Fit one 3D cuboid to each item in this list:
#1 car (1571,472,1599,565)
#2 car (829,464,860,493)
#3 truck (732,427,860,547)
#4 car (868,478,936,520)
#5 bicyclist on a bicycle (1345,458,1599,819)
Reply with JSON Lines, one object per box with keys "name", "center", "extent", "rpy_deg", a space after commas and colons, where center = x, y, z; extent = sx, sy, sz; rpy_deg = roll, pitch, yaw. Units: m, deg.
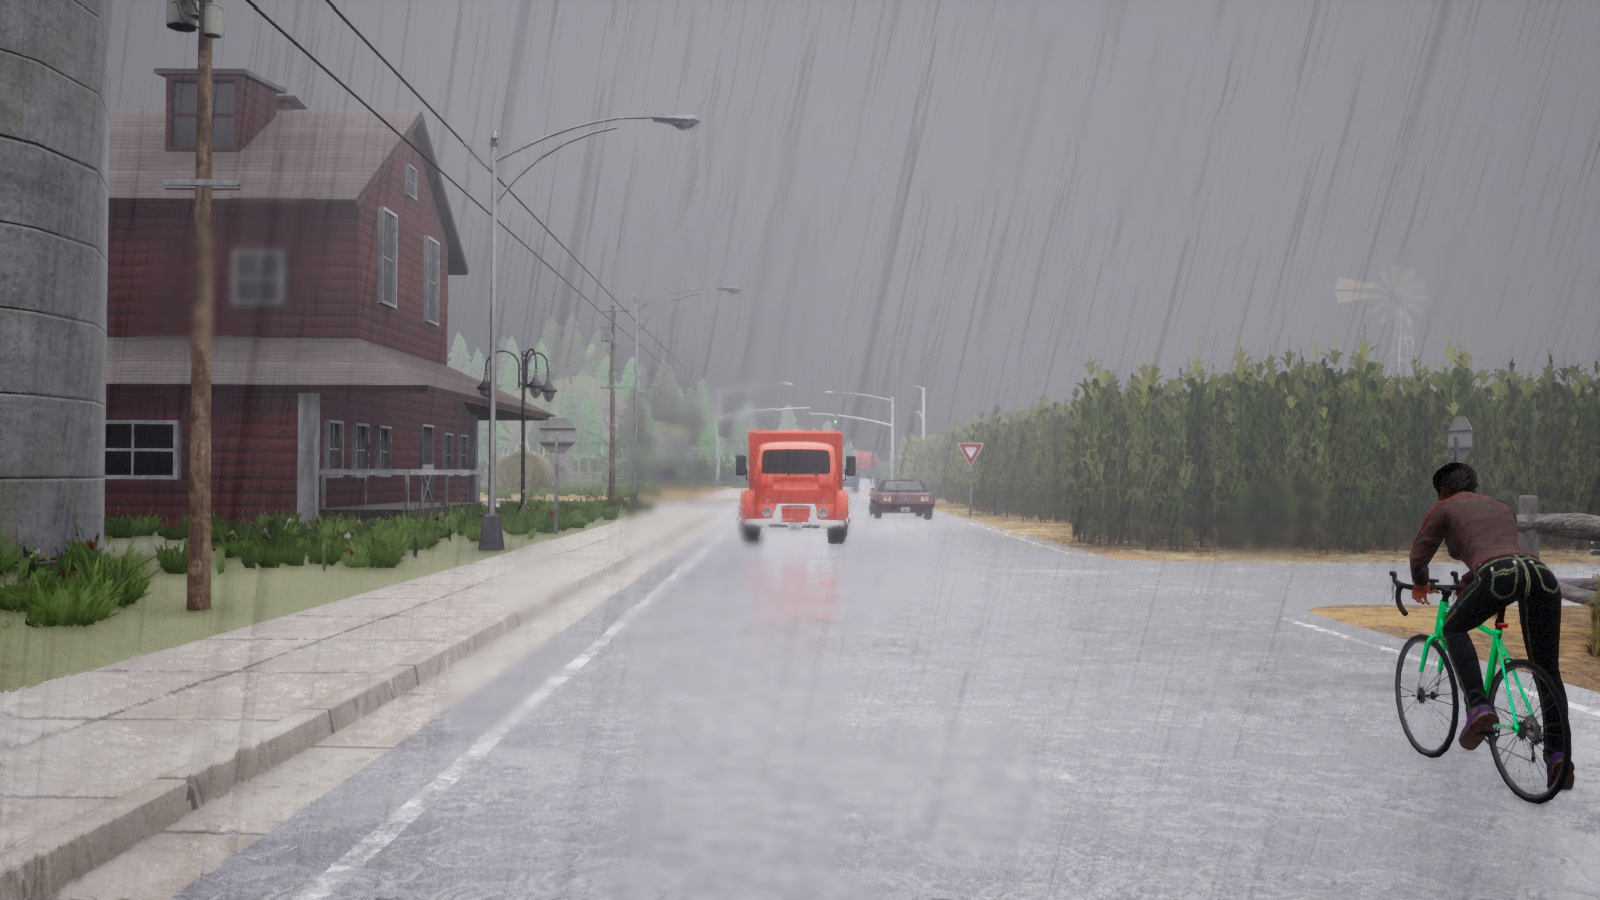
{"name": "car", "center": [15.334, 1.094, 20.049], "extent": [4.892, 1.490, 1.837], "rpy_deg": [0, -1, 0]}
{"name": "car", "center": [3.247, 2.067, 92.337], "extent": [2.150, 2.045, 5.566], "rpy_deg": [0, -1, 0]}
{"name": "truck", "center": [-0.094, 0.804, 28.401], "extent": [2.627, 2.467, 5.204], "rpy_deg": [0, -1, 0]}
{"name": "car", "center": [3.368, 1.609, 42.223], "extent": [1.895, 1.301, 4.718], "rpy_deg": [0, -1, 0]}
{"name": "bicyclist on a bicycle", "center": [3.478, 0.862, 6.486], "extent": [0.582, 1.620, 1.656], "rpy_deg": [0, -1, 0]}
